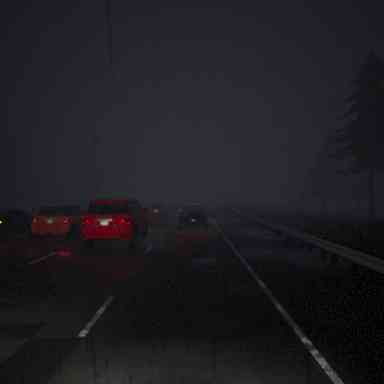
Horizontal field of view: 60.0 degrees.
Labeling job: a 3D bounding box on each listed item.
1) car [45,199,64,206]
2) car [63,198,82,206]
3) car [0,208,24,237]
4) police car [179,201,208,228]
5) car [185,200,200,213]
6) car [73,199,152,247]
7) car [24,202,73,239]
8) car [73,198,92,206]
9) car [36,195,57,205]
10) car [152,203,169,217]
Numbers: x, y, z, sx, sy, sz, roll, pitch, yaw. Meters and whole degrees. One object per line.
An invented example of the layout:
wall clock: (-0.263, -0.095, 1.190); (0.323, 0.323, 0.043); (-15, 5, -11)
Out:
car: (-28.047, 2.064, 67.932); (1.895, 1.301, 4.718); (0, 0, 0)
car: (-24.548, 2.012, 68.455); (2.033, 1.411, 5.357); (0, 0, 0)
car: (-10.413, 1.656, 18.871); (1.812, 1.442, 4.674); (0, 0, 0)
police car: (0.083, 1.589, 23.525); (1.930, 1.638, 5.238); (0, 0, 0)
car: (0.071, 1.813, 41.270); (1.812, 1.442, 4.674); (0, -1, 0)
car: (-3.411, 1.330, 15.642); (2.150, 2.045, 5.566); (0, 0, 0)
car: (-6.916, 1.479, 18.300); (2.097, 1.767, 4.553); (0, 0, 0)
car: (-21.046, 1.985, 64.153); (2.033, 1.411, 5.357); (0, 0, 0)
car: (-31.550, 1.724, 72.317); (2.150, 2.045, 5.566); (0, 0, 0)
car: (-3.424, 1.799, 33.853); (1.994, 1.385, 4.181); (0, 0, 0)
